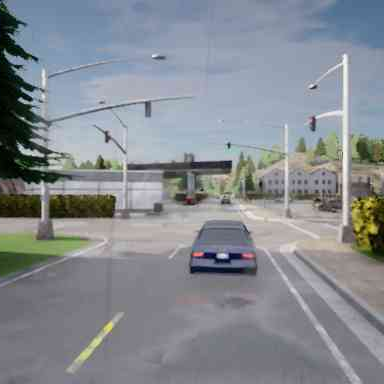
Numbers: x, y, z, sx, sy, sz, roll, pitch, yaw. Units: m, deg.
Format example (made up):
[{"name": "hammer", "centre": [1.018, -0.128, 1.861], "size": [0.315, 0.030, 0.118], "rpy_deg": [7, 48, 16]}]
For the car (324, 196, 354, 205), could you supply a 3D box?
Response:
[{"name": "car", "centre": [26.705, 1.570, 60.557], "size": [4.514, 1.523, 2.007], "rpy_deg": [0, 0, 5]}]

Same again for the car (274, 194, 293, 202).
[{"name": "car", "centre": [21.112, 1.397, 76.922], "size": [3.866, 1.878, 1.905], "rpy_deg": [0, 0, 5]}]

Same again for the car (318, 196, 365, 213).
[{"name": "car", "centre": [16.650, 1.505, 36.444], "size": [4.514, 1.523, 2.007], "rpy_deg": [0, 0, 5]}]

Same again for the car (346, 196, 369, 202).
[{"name": "car", "centre": [39.261, 1.661, 78.821], "size": [4.514, 1.523, 2.007], "rpy_deg": [0, 0, 5]}]

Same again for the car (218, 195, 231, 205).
[{"name": "car", "centre": [6.634, 1.741, 65.061], "size": [2.128, 1.511, 4.902], "rpy_deg": [0, 0, 6]}]

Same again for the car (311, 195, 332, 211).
[{"name": "car", "centre": [16.903, 1.507, 39.571], "size": [5.027, 1.636, 2.152], "rpy_deg": [0, 0, 5]}]

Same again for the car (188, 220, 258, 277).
[{"name": "car", "centre": [0.999, 1.588, 10.444], "size": [2.033, 1.411, 5.357], "rpy_deg": [0, 0, 6]}]

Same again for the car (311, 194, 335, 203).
[{"name": "car", "centre": [28.624, 1.418, 72.886], "size": [4.605, 1.855, 1.932], "rpy_deg": [0, 0, 5]}]

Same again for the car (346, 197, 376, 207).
[{"name": "car", "centre": [25.691, 1.554, 50.615], "size": [3.633, 1.501, 1.845], "rpy_deg": [0, 0, 5]}]

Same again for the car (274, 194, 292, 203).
[{"name": "car", "centre": [20.180, 1.668, 73.671], "size": [3.806, 1.475, 1.970], "rpy_deg": [0, 0, 5]}]
